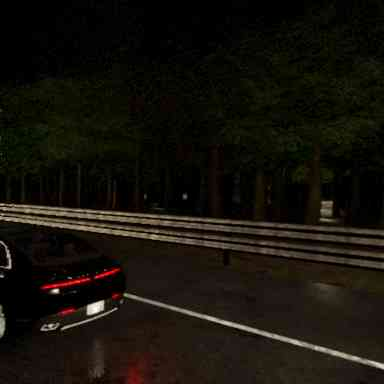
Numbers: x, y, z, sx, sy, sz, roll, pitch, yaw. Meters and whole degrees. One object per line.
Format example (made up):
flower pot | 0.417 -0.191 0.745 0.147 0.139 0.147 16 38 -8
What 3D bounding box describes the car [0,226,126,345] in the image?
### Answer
car | -3.380 1.412 6.277 4.892 1.490 1.837 1 1 35
